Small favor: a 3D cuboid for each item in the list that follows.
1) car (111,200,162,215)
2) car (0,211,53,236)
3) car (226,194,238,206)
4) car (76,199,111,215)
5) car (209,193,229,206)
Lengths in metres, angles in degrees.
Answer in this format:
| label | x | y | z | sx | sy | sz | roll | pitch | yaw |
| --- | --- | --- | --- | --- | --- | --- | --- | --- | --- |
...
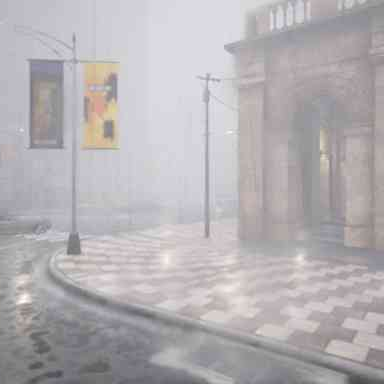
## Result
| label | x | y | z | sx | sy | sz | roll | pitch | yaw |
| --- | --- | --- | --- | --- | --- | --- | --- | --- | --- |
| car | -5.345 | 1.535 | 34.503 | 2.033 | 1.411 | 5.357 | 0 | 0 | 35 |
| car | -9.444 | 1.590 | 16.412 | 1.895 | 1.301 | 4.718 | 0 | 0 | 35 |
| car | 7.761 | 1.513 | 52.641 | 1.812 | 1.442 | 4.674 | 0 | 0 | 36 |
| car | -9.652 | 1.463 | 34.473 | 1.882 | 1.535 | 5.008 | 0 | 0 | 35 |
| car | 4.474 | 1.209 | 54.076 | 2.150 | 2.045 | 5.566 | 0 | 0 | 36 |
